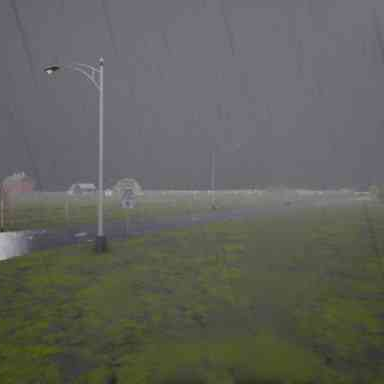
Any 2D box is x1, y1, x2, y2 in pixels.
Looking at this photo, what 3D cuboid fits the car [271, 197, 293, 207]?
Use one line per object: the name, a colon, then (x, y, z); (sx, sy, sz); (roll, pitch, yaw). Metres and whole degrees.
car: (13.744, 1.496, 50.361); (2.033, 1.411, 5.357); (1, 0, 34)
